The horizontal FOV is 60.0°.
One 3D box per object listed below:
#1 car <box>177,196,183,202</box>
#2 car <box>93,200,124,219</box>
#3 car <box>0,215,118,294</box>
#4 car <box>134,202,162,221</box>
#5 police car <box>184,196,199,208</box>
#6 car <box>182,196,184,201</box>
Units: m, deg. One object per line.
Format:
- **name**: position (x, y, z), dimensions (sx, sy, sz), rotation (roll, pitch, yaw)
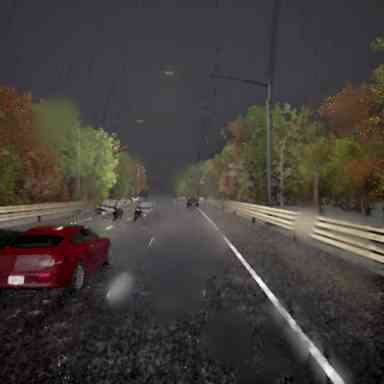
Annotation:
- **car**: position (-2.489, 1.761, 87.041), dimensions (2.097, 1.767, 4.553), rotation (0, -1, -3)
- **car**: position (-6.933, 1.482, 28.082), dimensions (2.128, 1.511, 4.902), rotation (13, -1, -4)
- **car**: position (-3.439, 1.560, 8.779), dimensions (1.812, 1.442, 4.674), rotation (0, 0, 0)
- **car**: position (-3.680, 1.618, 28.051), dimensions (2.128, 1.511, 4.902), rotation (0, 0, -1)
- **police car**: position (0.130, 1.700, 52.400), dimensions (1.930, 1.638, 5.238), rotation (0, 0, -2)
- **car**: position (-0.516, 1.855, 68.571), dimensions (1.801, 1.575, 5.366), rotation (0, 0, -3)
